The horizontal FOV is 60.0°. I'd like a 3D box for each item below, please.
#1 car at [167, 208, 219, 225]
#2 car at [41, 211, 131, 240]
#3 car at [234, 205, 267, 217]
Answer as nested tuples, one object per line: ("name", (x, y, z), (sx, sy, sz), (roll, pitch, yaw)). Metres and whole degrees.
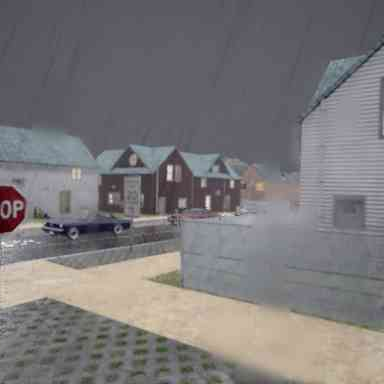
("car", (0.174, 1.961, 26.229), (1.895, 1.301, 4.718), (2, 0, 36))
("car", (-5.678, 1.745, 18.262), (1.895, 1.301, 4.718), (2, 0, 36))
("car", (6.106, 2.089, 34.252), (1.837, 1.490, 4.892), (2, 0, 37))
